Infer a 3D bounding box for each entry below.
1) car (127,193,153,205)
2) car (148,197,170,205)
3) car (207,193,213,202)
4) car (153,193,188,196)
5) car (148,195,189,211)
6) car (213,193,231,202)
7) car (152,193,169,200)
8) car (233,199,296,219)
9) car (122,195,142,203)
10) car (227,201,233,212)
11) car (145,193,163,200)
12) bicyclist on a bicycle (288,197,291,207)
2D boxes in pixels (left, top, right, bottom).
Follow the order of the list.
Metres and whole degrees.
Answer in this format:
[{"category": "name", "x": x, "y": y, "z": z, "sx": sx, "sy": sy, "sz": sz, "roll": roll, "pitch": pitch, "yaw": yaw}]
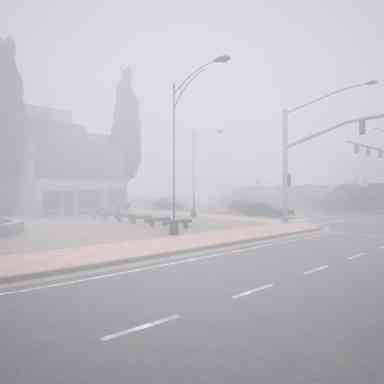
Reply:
[{"category": "car", "x": -9.146, "y": 1.491, "z": 59.660, "sx": 2.128, "sy": 1.511, "sz": 4.902, "roll": 0, "pitch": 0, "yaw": -40}, {"category": "car", "x": -6.065, "y": 1.564, "z": 61.442, "sx": 1.994, "sy": 1.385, "sz": 4.181, "roll": 0, "pitch": 0, "yaw": -40}, {"category": "car", "x": 4.955, "y": 1.156, "z": 71.218, "sx": 3.866, "sy": 1.878, "sz": 1.905, "roll": 0, "pitch": 0, "yaw": -42}, {"category": "car", "x": -3.113, "y": 1.355, "z": 46.820, "sx": 2.097, "sy": 1.767, "sz": 4.553, "roll": 0, "pitch": 0, "yaw": -40}, {"category": "car", "x": -3.031, "y": 1.478, "z": 41.300, "sx": 1.882, "sy": 1.535, "sz": 5.008, "roll": 0, "pitch": 0, "yaw": -40}, {"category": "car", "x": 6.873, "y": 1.395, "z": 69.050, "sx": 3.806, "sy": 1.475, "sz": 1.970, "roll": 0, "pitch": 0, "yaw": -42}, {"category": "car", "x": -8.132, "y": 1.156, "z": 85.841, "sx": 3.866, "sy": 1.878, "sz": 1.905, "roll": 0, "pitch": 0, "yaw": -42}, {"category": "car", "x": 6.587, "y": 1.547, "z": 29.871, "sx": 2.033, "sy": 1.411, "sz": 5.357, "roll": 0, "pitch": 0, "yaw": -39}, {"category": "car", "x": -12.514, "y": 1.478, "z": 68.999, "sx": 1.882, "sy": 1.535, "sz": 5.008, "roll": 0, "pitch": 0, "yaw": -40}, {"category": "car", "x": 5.977, "y": 1.491, "z": 36.072, "sx": 2.128, "sy": 1.511, "sz": 4.902, "roll": 0, "pitch": 0, "yaw": -40}, {"category": "car", "x": -10.018, "y": 1.153, "z": 88.037, "sx": 4.605, "sy": 1.855, "sz": 1.932, "roll": 0, "pitch": 0, "yaw": -42}, {"category": "bicyclist on a bicycle", "x": 12.890, "y": 1.261, "z": 44.827, "sx": 1.656, "sy": 1.620, "sz": 0.582, "roll": -7, "pitch": 4, "yaw": -40}]
